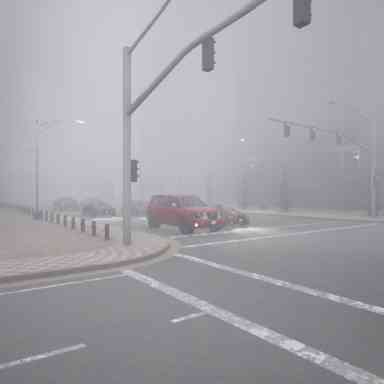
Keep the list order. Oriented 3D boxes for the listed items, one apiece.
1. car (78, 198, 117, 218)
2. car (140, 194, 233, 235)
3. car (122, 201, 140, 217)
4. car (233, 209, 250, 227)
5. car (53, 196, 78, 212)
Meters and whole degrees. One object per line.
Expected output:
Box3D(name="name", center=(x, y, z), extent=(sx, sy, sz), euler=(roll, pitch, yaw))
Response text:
Box3D(name="car", center=(-8.287, 1.509, 29.568), extent=(1.994, 1.385, 4.181), euler=(0, 0, -35))
Box3D(name="car", center=(-0.545, 1.166, 18.781), extent=(2.150, 2.045, 5.566), euler=(0, 0, -36))
Box3D(name="car", center=(-4.900, 1.507, 30.841), extent=(1.994, 1.385, 4.181), euler=(0, 0, -35))
Box3D(name="car", center=(1.756, 1.509, 21.568), extent=(1.994, 1.385, 4.181), euler=(0, 0, -36))
Box3D(name="car", center=(-14.575, 1.296, 38.564), extent=(2.097, 1.767, 4.553), euler=(0, 0, -35))
